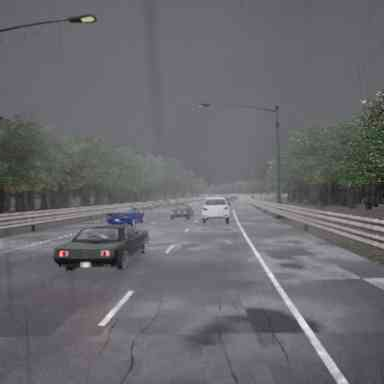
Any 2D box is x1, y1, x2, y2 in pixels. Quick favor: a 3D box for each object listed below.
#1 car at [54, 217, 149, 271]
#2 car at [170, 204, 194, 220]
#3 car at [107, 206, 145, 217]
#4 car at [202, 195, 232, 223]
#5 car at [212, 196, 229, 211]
[{"bbox_3d":[-2.825,1.783,11.593,1.895,1.301,4.718,-1,-1,5],"label":"car"},{"bbox_3d":[-0.939,1.910,32.603,2.033,1.411,5.357,-1,-1,6],"label":"car"},{"bbox_3d":[-5.082,1.860,26.031,1.882,1.535,5.008,-1,0,5],"label":"car"},{"bbox_3d":[2.064,1.478,28.300,2.150,2.045,5.566,-1,-1,6],"label":"car"},{"bbox_3d":[4.183,1.627,48.060,2.150,2.045,5.566,-1,-1,7],"label":"car"}]
